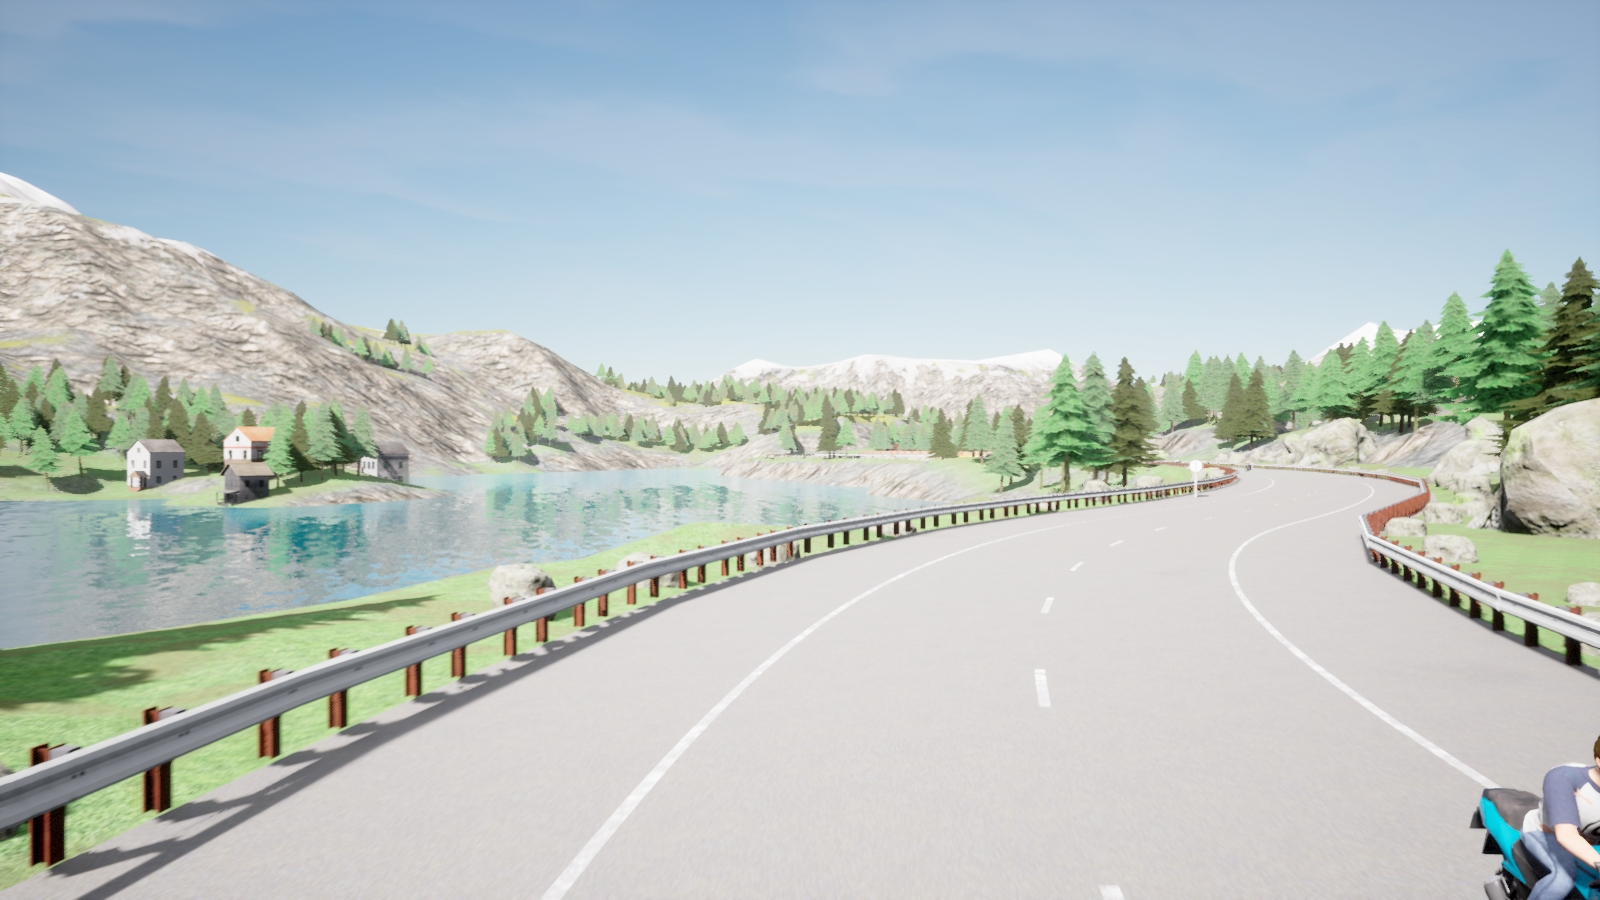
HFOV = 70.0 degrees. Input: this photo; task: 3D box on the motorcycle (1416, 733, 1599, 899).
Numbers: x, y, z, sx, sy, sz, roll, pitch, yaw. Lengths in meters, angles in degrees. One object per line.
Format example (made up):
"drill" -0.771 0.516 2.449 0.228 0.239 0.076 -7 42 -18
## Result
"motorcycle" 3.717 2.178 5.272 0.803 1.217 2.033 1 0 5
